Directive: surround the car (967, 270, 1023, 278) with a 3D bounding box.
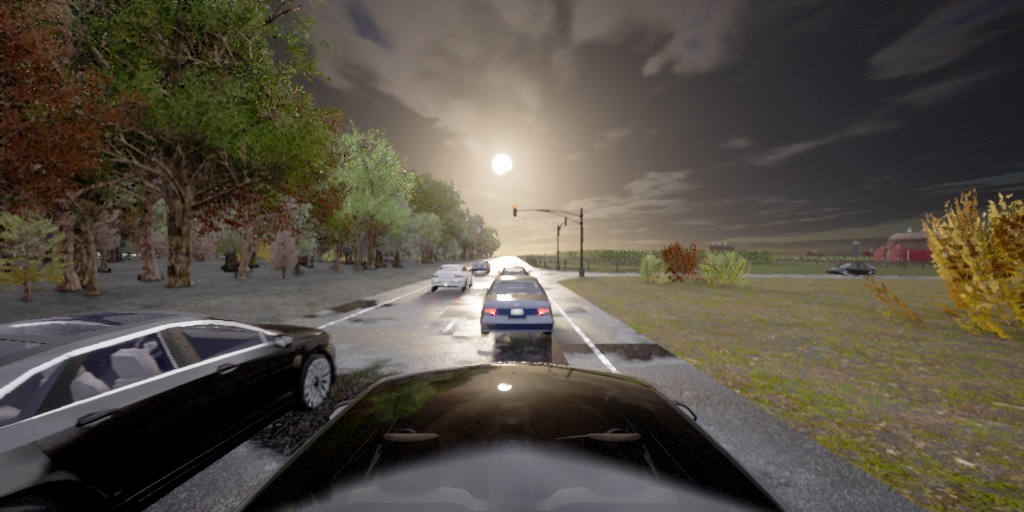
[{"bbox_3d":[51.436,1.764,37.966,4.718,1.301,1.895,1,-1,1],"label":"car"}]

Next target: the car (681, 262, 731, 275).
[{"bbox_3d":[22.643,1.441,41.742,5.357,1.411,2.033,1,-1,0],"label":"car"}]

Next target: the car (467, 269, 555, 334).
[{"bbox_3d":[0.105,1.265,10.395,2.033,1.411,5.357,0,0,0],"label":"car"}]

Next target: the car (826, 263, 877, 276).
[{"bbox_3d":[39.339,1.580,41.647,4.892,1.490,1.837,0,-1,0],"label":"car"}]

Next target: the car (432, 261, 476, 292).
[{"bbox_3d":[-3.392,1.204,20.720,1.812,1.442,4.674,0,0,0],"label":"car"}]

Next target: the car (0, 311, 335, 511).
[{"bbox_3d":[-3.399,1.237,3.128,2.128,1.511,4.902,0,0,0],"label":"car"}]

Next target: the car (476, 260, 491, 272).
[{"bbox_3d":[-3.383,1.152,39.643,2.033,1.411,5.357,0,0,0],"label":"car"}]

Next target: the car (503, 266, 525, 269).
[{"bbox_3d":[0.114,1.246,19.638,1.994,1.385,4.181,0,0,0],"label":"car"}]
